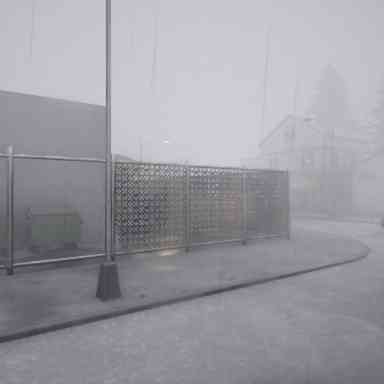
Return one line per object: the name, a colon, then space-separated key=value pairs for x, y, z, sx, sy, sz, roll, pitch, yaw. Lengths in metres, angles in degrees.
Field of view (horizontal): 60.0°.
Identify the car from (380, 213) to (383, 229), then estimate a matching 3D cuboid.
car: x=11.828 y=1.492 z=15.976 sx=4.902 sy=1.511 sz=2.128 roll=0 pitch=0 yaw=42
